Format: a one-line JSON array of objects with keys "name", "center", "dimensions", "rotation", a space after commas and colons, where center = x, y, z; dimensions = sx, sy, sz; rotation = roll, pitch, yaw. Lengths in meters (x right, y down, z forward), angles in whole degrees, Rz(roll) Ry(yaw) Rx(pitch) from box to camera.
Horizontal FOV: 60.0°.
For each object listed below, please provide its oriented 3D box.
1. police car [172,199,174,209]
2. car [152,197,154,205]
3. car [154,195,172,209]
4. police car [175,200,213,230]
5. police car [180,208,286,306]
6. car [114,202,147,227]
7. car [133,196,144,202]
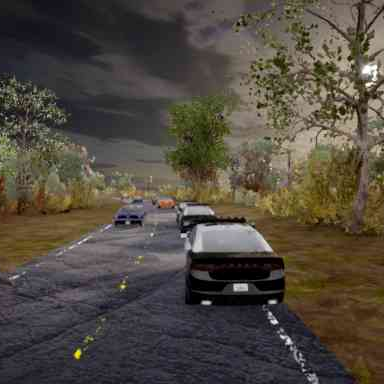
[{"name": "police car", "center": [-0.218, 1.420, 24.349], "dimensions": [1.930, 1.638, 5.238], "rotation": [0, 0, -5]}, {"name": "car", "center": [-5.852, 1.339, 57.962], "dimensions": [2.097, 1.767, 4.553], "rotation": [0, 0, -12]}, {"name": "car", "center": [-3.680, 1.342, 45.664], "dimensions": [2.097, 1.767, 4.553], "rotation": [0, 0, -9]}, {"name": "police car", "center": [0.244, 1.422, 18.319], "dimensions": [1.930, 1.638, 5.238], "rotation": [0, 0, -4]}, {"name": "police car", "center": [0.746, 1.424, 8.252], "dimensions": [1.930, 1.638, 5.238], "rotation": [0, 0, -2]}, {"name": "car", "center": [-4.137, 1.597, 22.739], "dimensions": [1.895, 1.301, 4.718], "rotation": [0, 0, -5]}, {"name": "car", "center": [-10.423, 1.464, 64.331], "dimensions": [1.882, 1.535, 5.008], "rotation": [0, 0, -12]}]
